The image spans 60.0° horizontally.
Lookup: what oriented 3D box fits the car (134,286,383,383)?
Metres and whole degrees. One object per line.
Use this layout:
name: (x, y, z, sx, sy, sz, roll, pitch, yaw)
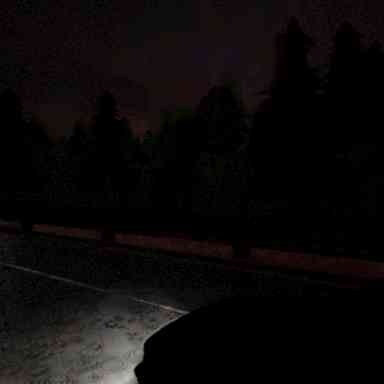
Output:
car: (2.029, 1.549, 2.544, 5.357, 1.411, 2.033, 1, 0, 36)
